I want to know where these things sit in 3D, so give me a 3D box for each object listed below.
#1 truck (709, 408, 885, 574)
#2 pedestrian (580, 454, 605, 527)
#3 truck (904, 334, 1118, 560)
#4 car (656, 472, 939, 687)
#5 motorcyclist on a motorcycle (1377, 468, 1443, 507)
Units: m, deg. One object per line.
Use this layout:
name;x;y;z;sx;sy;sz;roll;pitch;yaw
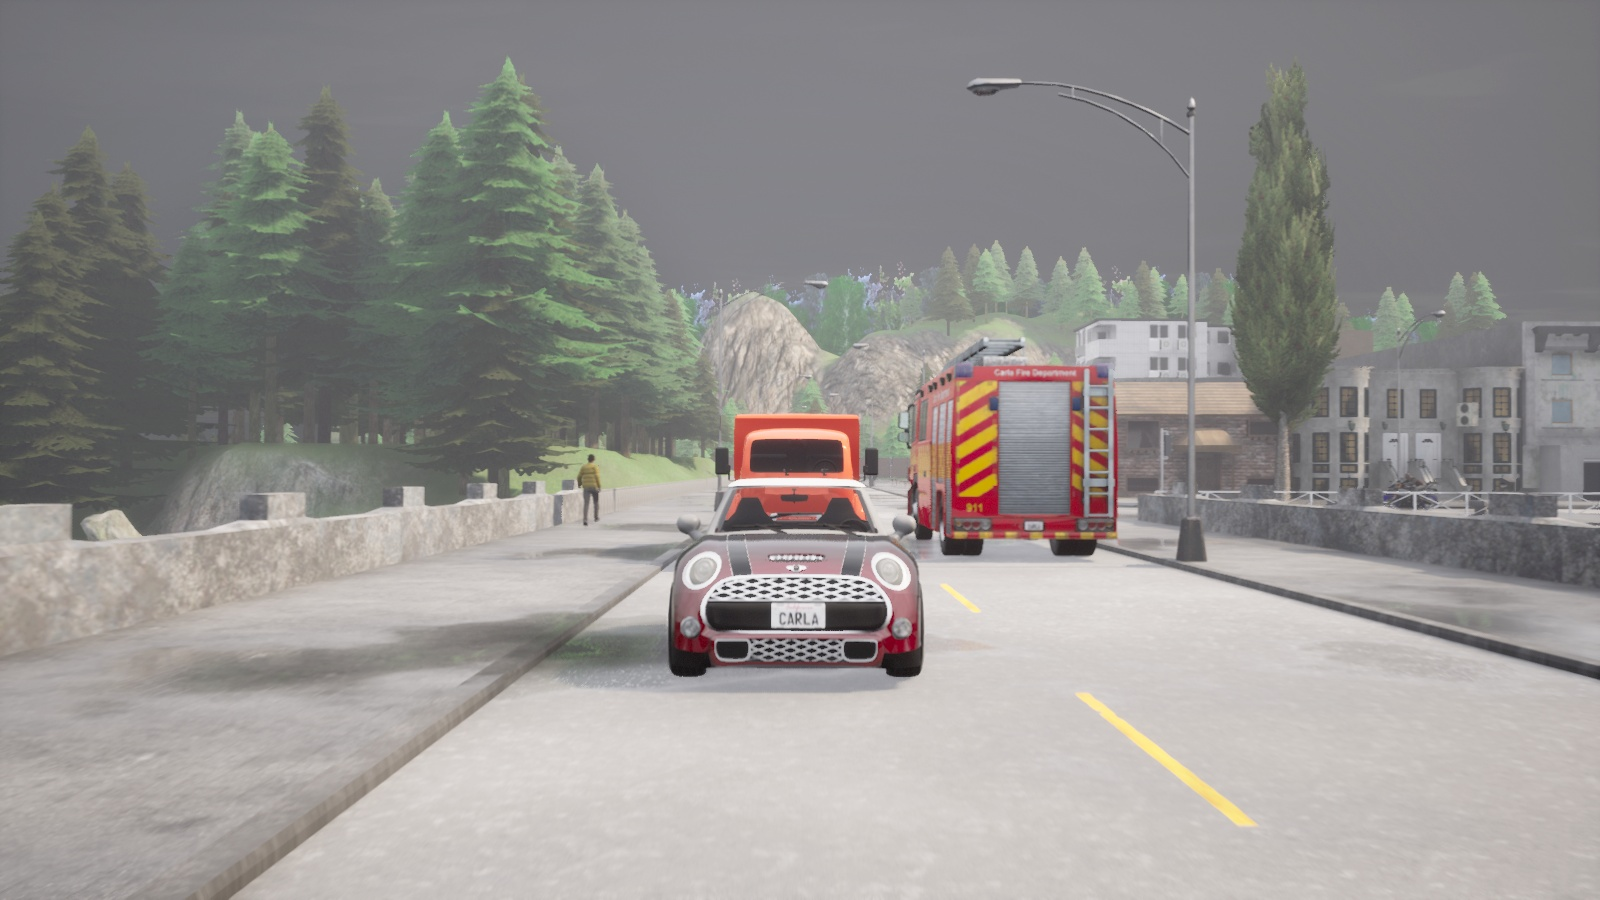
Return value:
truck;-0.054;0.643;21.362;2.627;2.467;5.204;0;-1;0
pedestrian;-5.286;1.020;32.037;0.431;1.840;0.709;0;-1;9
truck;3.934;0.012;25.568;2.891;3.827;8.468;0;-1;0
car;-0.024;0.936;10.652;1.970;1.475;3.806;0;-1;0
motorcyclist on a motorcycle;24.402;1.498;50.278;2.191;1.530;0.866;0;-1;0
